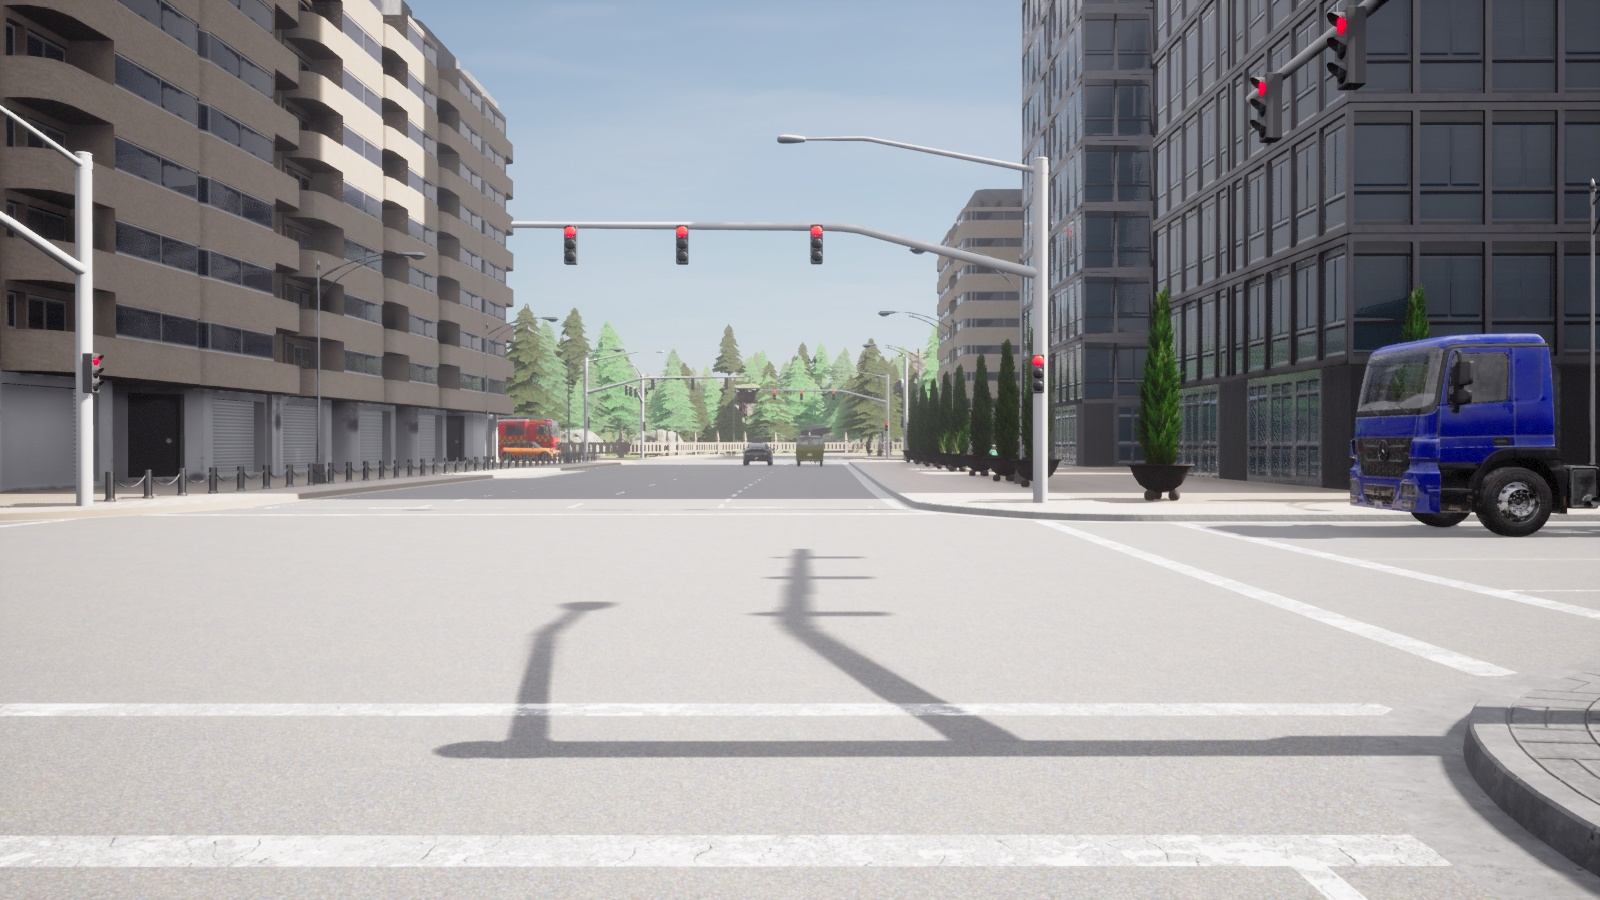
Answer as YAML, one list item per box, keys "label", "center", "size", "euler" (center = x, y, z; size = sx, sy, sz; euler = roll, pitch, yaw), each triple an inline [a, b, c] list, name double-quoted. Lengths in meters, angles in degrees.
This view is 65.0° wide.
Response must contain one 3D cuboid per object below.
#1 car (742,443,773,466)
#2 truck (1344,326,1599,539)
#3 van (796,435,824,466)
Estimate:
- label: "car"
  center: [-2.794, 0.274, 84.086]
  size: [1.837, 1.490, 4.892]
  euler: [0, 0, 1]
- label: "truck"
  center: [14.035, -0.292, 21.786]
  size: [7.936, 3.462, 2.891]
  euler: [0, 0, 1]
- label: "van"
  center: [0.655, 0.038, 81.220]
  size: [1.775, 1.987, 4.442]
  euler: [0, 0, 1]
